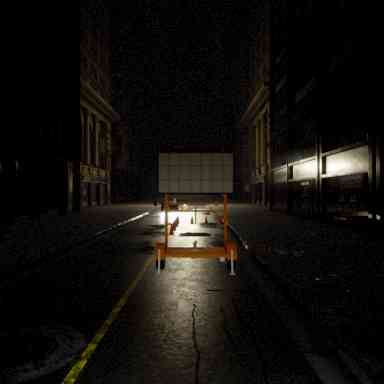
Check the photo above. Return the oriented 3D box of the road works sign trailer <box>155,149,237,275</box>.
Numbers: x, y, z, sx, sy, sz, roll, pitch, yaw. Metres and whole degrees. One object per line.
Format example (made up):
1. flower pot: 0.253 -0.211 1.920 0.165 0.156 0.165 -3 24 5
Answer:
1. road works sign trailer: 0.117 0.466 10.429 2.380 3.560 2.880 0 0 1

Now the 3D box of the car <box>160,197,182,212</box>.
1. car: -2.626 1.504 39.271 2.128 1.511 4.902 0 0 1

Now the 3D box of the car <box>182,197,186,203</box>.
1. car: -2.152 1.640 69.185 1.895 1.301 4.718 0 0 1
